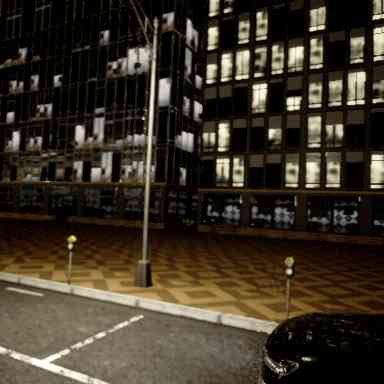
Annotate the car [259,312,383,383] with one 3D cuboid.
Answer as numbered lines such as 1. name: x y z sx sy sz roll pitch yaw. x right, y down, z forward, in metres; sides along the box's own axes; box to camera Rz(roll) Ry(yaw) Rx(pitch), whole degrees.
1. car: 3.115 1.809 3.123 4.892 1.490 1.837 1 -3 26
